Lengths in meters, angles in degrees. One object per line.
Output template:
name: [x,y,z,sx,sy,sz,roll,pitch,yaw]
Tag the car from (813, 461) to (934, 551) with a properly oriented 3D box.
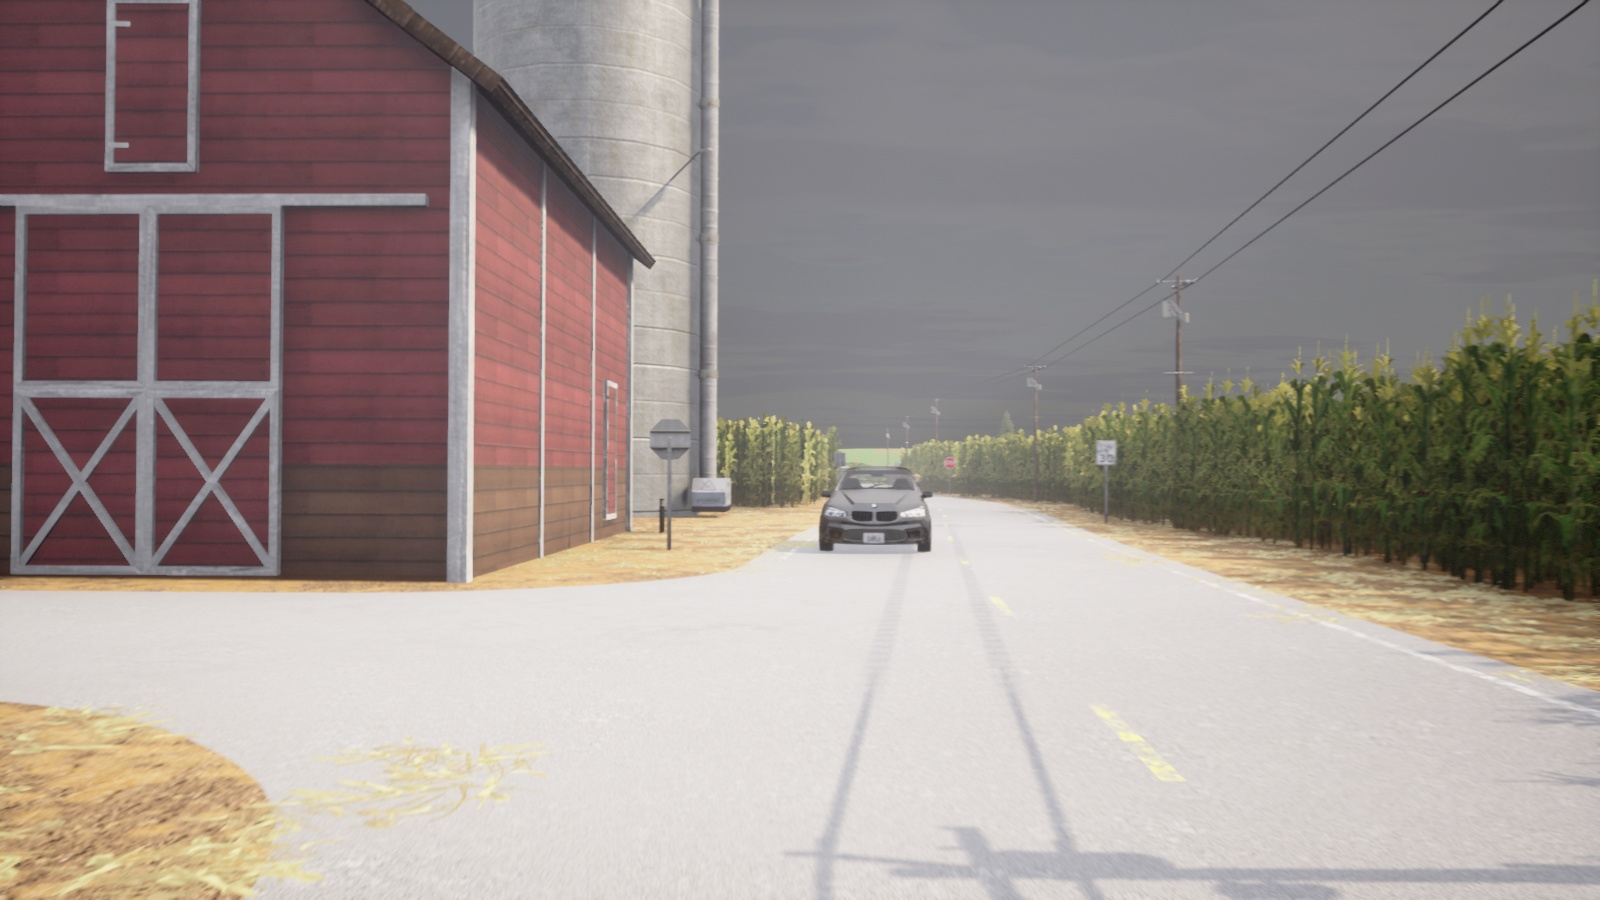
car: [1.575,1.083,25.796,2.242,1.667,4.611,0,-1,5]
